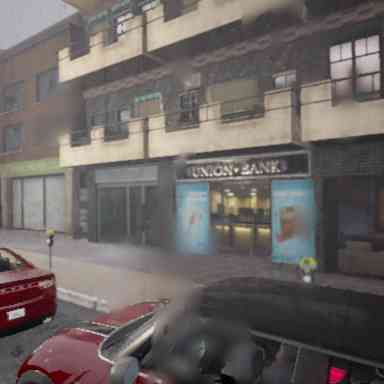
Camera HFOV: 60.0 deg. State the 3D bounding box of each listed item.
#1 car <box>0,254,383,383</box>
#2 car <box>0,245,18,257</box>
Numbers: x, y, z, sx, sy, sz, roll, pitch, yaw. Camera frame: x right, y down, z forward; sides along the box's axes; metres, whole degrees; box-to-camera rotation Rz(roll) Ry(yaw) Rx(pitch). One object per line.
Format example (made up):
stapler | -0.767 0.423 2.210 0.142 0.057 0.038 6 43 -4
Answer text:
car | 0.370 1.443 2.626 4.097 1.590 1.967 0 -1 35
car | -4.249 1.563 5.917 4.507 1.381 1.887 0 -1 35
